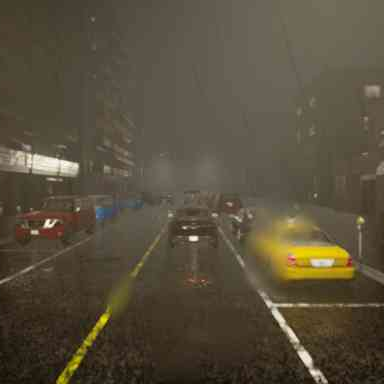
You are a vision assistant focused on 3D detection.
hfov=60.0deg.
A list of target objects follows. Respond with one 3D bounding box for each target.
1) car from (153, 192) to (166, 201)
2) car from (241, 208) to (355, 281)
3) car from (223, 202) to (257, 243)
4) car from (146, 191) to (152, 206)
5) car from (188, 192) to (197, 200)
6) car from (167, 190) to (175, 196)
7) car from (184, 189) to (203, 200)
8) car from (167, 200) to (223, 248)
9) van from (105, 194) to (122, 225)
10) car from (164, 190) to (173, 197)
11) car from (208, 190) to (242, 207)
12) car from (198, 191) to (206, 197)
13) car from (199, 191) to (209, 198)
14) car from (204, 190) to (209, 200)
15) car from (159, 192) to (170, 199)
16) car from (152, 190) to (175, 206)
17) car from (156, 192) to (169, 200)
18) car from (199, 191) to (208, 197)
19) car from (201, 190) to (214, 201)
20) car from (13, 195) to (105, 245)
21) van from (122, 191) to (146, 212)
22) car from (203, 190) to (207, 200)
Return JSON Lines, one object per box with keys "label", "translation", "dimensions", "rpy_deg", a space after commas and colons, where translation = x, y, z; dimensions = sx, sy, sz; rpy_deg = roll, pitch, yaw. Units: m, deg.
{"label": "car", "translation": [-5.696, 0.778, 58.864], "dimensions": [1.947, 1.339, 4.313], "rpy_deg": [0, 1, 0]}
{"label": "car", "translation": [2.691, 1.394, 9.184], "dimensions": [1.752, 1.417, 4.829], "rpy_deg": [0, 1, 0]}
{"label": "car", "translation": [2.690, 1.345, 14.553], "dimensions": [2.008, 1.369, 4.403], "rpy_deg": [0, 1, 0]}
{"label": "car", "translation": [-5.694, 0.741, 42.242], "dimensions": [2.192, 1.841, 5.009], "rpy_deg": [0, 1, 0]}
{"label": "car", "translation": [0.094, 0.669, 64.333], "dimensions": [1.812, 1.442, 4.674], "rpy_deg": [0, 1, 0]}
{"label": "car", "translation": [-5.700, 0.259, 92.093], "dimensions": [1.967, 1.590, 4.097], "rpy_deg": [0, 1, 0]}
{"label": "car", "translation": [0.094, 0.596, 46.274], "dimensions": [2.150, 2.045, 5.566], "rpy_deg": [0, 1, 0]}
{"label": "car", "translation": [0.038, 1.309, 13.801], "dimensions": [1.837, 1.490, 4.892], "rpy_deg": [0, 1, 0]}
{"label": "van", "translation": [-5.691, 1.059, 20.088], "dimensions": [1.690, 1.788, 3.998], "rpy_deg": [0, 1, 0]}
{"label": "car", "translation": [-5.700, 0.386, 81.015], "dimensions": [1.967, 1.590, 4.097], "rpy_deg": [0, 1, 0]}
{"label": "car", "translation": [2.689, 0.959, 25.627], "dimensions": [2.192, 1.841, 5.009], "rpy_deg": [0, 1, 0]}
{"label": "car", "translation": [2.680, 0.449, 86.556], "dimensions": [1.947, 1.339, 4.313], "rpy_deg": [0, 1, 0]}
{"label": "car", "translation": [2.682, 0.576, 75.479], "dimensions": [1.947, 1.339, 4.313], "rpy_deg": [0, 1, 0]}
{"label": "car", "translation": [2.687, 0.938, 36.706], "dimensions": [1.967, 1.590, 4.097], "rpy_deg": [0, 1, 0]}
{"label": "car", "translation": [-5.697, 0.626, 69.939], "dimensions": [2.008, 1.369, 4.403], "rpy_deg": [0, 1, 0]}
{"label": "car", "translation": [-3.004, 0.718, 38.395], "dimensions": [2.128, 1.511, 4.902], "rpy_deg": [0, 1, 0]}
{"label": "car", "translation": [-5.696, 0.694, 64.401], "dimensions": [2.008, 1.369, 4.403], "rpy_deg": [0, 1, 0]}
{"label": "car", "translation": [2.681, 0.497, 81.017], "dimensions": [2.008, 1.369, 4.403], "rpy_deg": [0, 1, 0]}
{"label": "car", "translation": [2.685, 0.527, 58.862], "dimensions": [2.192, 1.841, 5.009], "rpy_deg": [0, 1, 0]}
{"label": "car", "translation": [-5.690, 1.109, 14.548], "dimensions": [2.192, 1.841, 5.009], "rpy_deg": [0, 1, 0]}
{"label": "van", "translation": [-5.692, 0.911, 31.165], "dimensions": [1.690, 1.788, 3.998], "rpy_deg": [0, 1, 0]}
{"label": "car", "translation": [2.686, 0.724, 53.323], "dimensions": [1.967, 1.590, 4.097], "rpy_deg": [0, 1, 0]}
